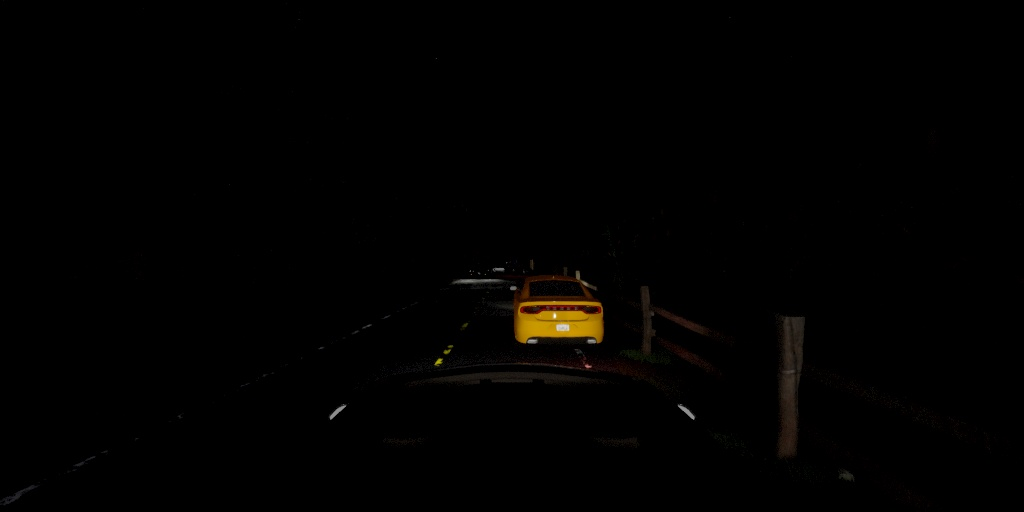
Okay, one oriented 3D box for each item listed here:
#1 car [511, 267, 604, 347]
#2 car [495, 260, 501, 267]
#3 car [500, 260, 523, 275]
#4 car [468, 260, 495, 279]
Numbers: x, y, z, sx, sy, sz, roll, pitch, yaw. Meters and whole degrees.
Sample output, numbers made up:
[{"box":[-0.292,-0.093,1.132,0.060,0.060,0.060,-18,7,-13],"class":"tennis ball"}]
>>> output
[{"box":[0.982,1.227,9.367,1.882,1.535,5.008,0,0,0],"class":"car"},{"box":[-2.620,1.291,58.846,1.895,1.301,4.718,0,0,0],"class":"car"},{"box":[0.165,1.219,38.340,2.128,1.511,4.902,0,0,0],"class":"car"},{"box":[-2.779,1.238,32.517,1.837,1.490,4.892,0,0,0],"class":"car"}]
